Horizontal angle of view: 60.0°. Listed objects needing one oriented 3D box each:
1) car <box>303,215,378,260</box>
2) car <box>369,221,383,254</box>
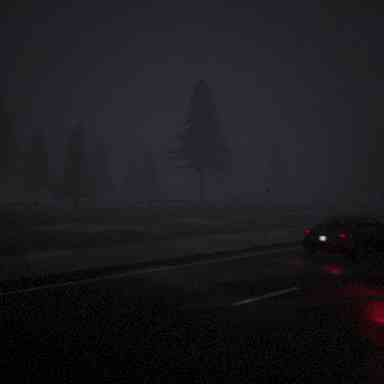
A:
[{"bbox_3d":[6.079,1.551,12.433,4.181,1.385,1.994,0,0,-35],"label":"car"},{"bbox_3d":[6.775,1.516,8.646,4.674,1.442,1.812,0,0,-35],"label":"car"}]
